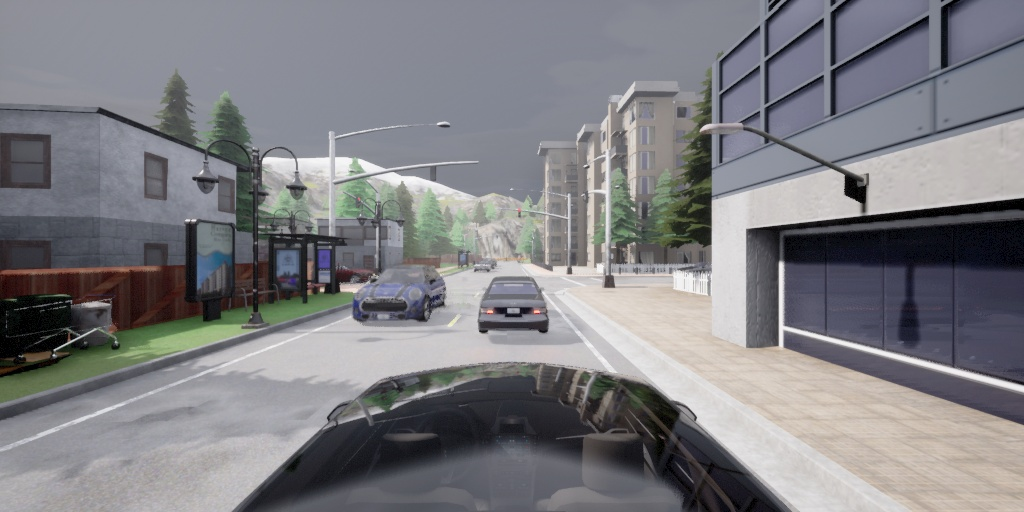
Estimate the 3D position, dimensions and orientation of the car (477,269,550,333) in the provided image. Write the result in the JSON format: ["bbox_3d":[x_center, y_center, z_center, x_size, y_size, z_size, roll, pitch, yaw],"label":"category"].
[{"bbox_3d":[0.041,1.297,10.701,2.033,1.411,5.357,0,0,0],"label":"car"}]

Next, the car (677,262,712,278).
[{"bbox_3d":[16.601,1.257,30.700,4.902,1.511,2.128,0,0,-2],"label":"car"}]

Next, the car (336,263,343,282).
[{"bbox_3d":[-12.364,1.208,25.200,5.008,1.535,1.882,0,0,-4],"label":"car"}]

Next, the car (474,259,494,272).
[{"bbox_3d":[-3.731,1.351,45.410,1.895,1.301,4.718,0,0,0],"label":"car"}]

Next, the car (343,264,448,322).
[{"bbox_3d":[-3.579,1.102,12.232,2.097,1.767,4.553,0,0,0],"label":"car"}]

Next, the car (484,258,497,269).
[{"bbox_3d":[-3.753,1.102,55.264,2.097,1.767,4.553,0,0,0],"label":"car"}]
